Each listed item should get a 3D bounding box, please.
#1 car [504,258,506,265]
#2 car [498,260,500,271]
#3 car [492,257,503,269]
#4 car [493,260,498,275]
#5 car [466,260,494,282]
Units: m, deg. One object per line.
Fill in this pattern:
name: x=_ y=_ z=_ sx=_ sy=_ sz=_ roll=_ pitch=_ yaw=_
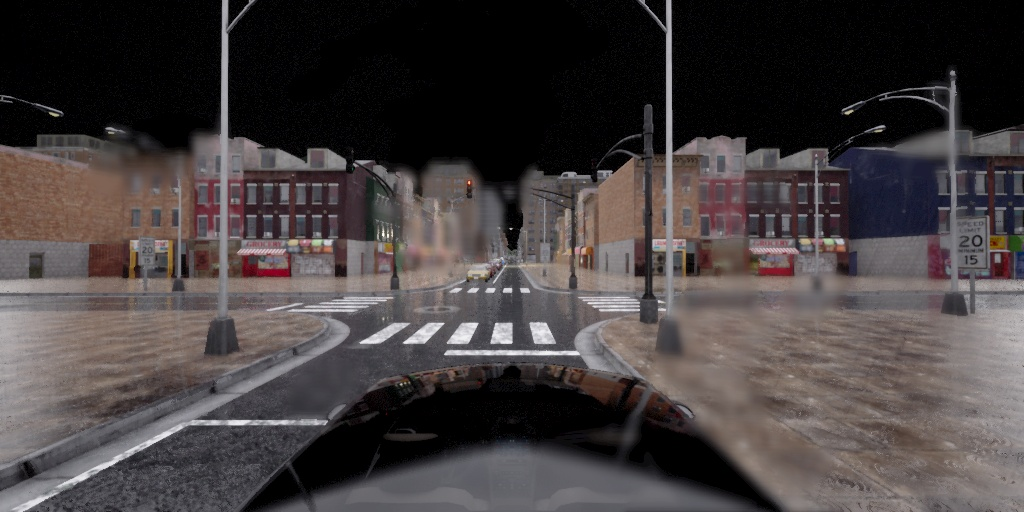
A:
car: x=-2.641 y=1.157 z=62.512 sx=2.192 sy=1.841 sz=5.009 roll=0 pitch=0 yaw=0
car: x=-2.639 y=1.369 z=40.091 sx=1.802 sy=1.307 sz=4.207 roll=0 pitch=0 yaw=0
car: x=-2.640 y=1.252 z=51.302 sx=1.967 sy=1.591 sz=4.097 roll=0 pitch=0 yaw=0
car: x=-2.638 y=1.322 z=34.486 sx=1.888 sy=1.381 sz=4.507 roll=0 pitch=0 yaw=0
car: x=-2.638 y=1.294 z=28.712 sx=1.751 sy=1.417 sz=4.829 roll=0 pitch=0 yaw=0
